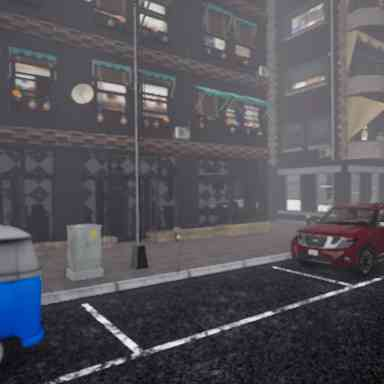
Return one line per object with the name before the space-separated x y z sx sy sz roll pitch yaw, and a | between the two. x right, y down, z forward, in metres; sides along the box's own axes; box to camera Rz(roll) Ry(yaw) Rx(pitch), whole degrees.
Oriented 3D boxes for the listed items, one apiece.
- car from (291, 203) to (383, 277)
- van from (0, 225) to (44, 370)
car | 5.272 1.285 10.318 5.009 1.841 2.192 0 -1 -35
van | -3.839 1.345 3.797 3.998 1.788 1.690 0 -1 -35
